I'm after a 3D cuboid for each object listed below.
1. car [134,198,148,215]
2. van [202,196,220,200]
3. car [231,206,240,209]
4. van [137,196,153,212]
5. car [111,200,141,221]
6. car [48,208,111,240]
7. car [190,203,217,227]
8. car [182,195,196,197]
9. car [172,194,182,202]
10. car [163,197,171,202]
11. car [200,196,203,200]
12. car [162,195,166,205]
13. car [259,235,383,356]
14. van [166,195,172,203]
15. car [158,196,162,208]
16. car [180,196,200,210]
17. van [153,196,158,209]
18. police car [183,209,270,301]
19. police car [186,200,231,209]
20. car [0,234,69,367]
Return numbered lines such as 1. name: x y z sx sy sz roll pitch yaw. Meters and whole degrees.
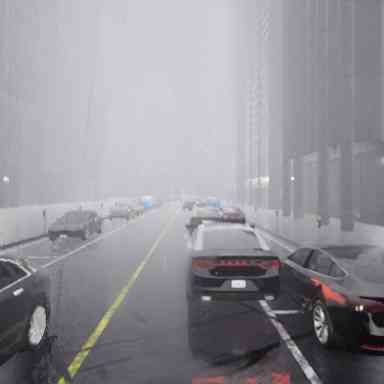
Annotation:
1. car: -5.990 1.678 34.076 1.752 1.417 4.829 0 0 0
2. van: 2.496 1.520 39.949 1.690 1.788 3.998 0 0 0
3. car: 2.610 1.648 23.027 1.887 1.381 4.507 0 0 0
4. van: -6.029 1.520 39.887 1.690 1.788 3.998 0 0 0
5. car: -5.953 1.679 28.605 2.008 1.369 4.403 0 0 0
6. car: -5.877 1.644 17.324 1.947 1.339 4.313 0 0 0
7. car: 0.741 1.636 24.477 1.812 1.442 4.674 0 0 0
8. car: -0.381 1.762 57.636 1.837 1.490 4.892 0 0 0
9. car: -3.565 1.599 84.981 2.150 2.045 5.566 0 0 0
10. car: -6.331 1.922 85.012 1.887 1.381 4.507 0 0 0
11. car: 2.383 1.836 56.869 1.802 1.307 4.206 0 0 0
12. car: -6.143 1.569 56.810 2.192 1.841 5.009 0 0 0
13. car: 2.723 1.594 6.105 1.947 1.339 4.313 0 0 0
14. van: -6.294 1.694 79.373 1.690 1.788 3.998 0 0 0
15. car: -6.105 1.669 51.168 1.967 1.590 4.097 0 0 0
16. car: -0.266 1.706 45.056 1.837 1.490 4.892 0 0 0
17. van: -6.067 1.545 45.528 1.690 1.788 3.998 0 0 0
18. police car: 0.790 1.464 8.578 1.930 1.638 5.238 0 0 -1
19. police car: 0.780 1.509 18.588 1.930 1.638 5.238 0 0 0
20. car: -3.118 1.521 3.415 1.837 1.490 4.892 0 0 0
